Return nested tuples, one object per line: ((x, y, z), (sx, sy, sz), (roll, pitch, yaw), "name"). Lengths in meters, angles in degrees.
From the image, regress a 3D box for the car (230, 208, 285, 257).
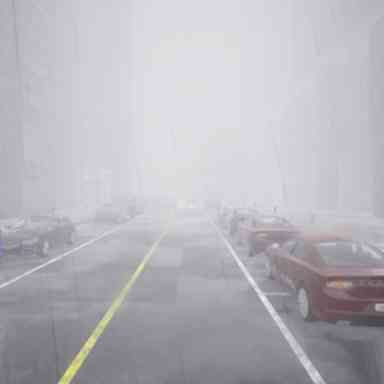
((2.756, 1.513, 12.654), (1.887, 1.381, 4.507), (0, 0, 0), "car")

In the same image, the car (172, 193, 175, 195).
((-5.801, 1.367, 79.895), (1.752, 1.417, 4.829), (0, 0, 0), "car")

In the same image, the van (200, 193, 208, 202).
((2.726, 1.191, 74.456), (1.690, 1.788, 3.998), (0, 0, 0), "van")

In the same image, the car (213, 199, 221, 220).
((2.750, 1.467, 24.061), (1.752, 1.417, 4.829), (0, 0, 0), "car")

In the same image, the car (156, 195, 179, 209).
((-3.116, 1.449, 43.784), (2.033, 1.411, 5.357), (0, 0, 0), "car")

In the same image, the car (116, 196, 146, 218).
((-5.777, 1.245, 29.495), (2.192, 1.841, 5.009), (0, 0, 0), "car")

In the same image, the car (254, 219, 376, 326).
((2.758, 1.527, 7.036), (1.887, 1.381, 4.507), (0, 0, 0), "car")

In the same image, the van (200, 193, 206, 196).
((2.734, 1.219, 57.601), (1.690, 1.788, 3.998), (0, 0, 0), "van")

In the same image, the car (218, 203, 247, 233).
((2.753, 1.506, 18.267), (2.008, 1.369, 4.403), (0, 0, 0), "car")

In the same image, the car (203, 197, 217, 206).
((2.737, 1.432, 51.983), (1.887, 1.381, 4.507), (0, 0, 0), "car")

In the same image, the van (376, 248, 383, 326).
((2.761, 1.337, 1.417), (1.690, 1.788, 3.998), (0, 0, 0), "van")

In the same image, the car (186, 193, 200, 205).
((-0.026, 1.405, 56.666), (1.812, 1.442, 4.674), (0, 0, 0), "car")

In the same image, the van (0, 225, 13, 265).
((-5.767, 1.323, 7.020), (1.690, 1.788, 3.998), (0, 0, 0), "van")

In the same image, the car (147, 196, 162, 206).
((-5.788, 1.413, 51.801), (1.752, 1.417, 4.829), (0, 0, 0), "car")

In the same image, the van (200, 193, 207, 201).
((2.723, 1.183, 80.074), (1.690, 1.788, 3.998), (0, 0, 0), "van")

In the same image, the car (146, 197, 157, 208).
((-5.785, 1.463, 46.352), (1.947, 1.339, 4.313), (0, 0, 0), "car")

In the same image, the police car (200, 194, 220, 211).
((2.347, 1.335, 39.291), (1.930, 1.638, 5.238), (0, 0, 0), "police car")

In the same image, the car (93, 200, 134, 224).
((-5.775, 1.493, 23.877), (2.008, 1.369, 4.403), (0, 0, 0), "car")

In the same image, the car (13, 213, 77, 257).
((-5.769, 1.519, 12.640), (2.008, 1.369, 4.403), (0, 0, 0), "car")
